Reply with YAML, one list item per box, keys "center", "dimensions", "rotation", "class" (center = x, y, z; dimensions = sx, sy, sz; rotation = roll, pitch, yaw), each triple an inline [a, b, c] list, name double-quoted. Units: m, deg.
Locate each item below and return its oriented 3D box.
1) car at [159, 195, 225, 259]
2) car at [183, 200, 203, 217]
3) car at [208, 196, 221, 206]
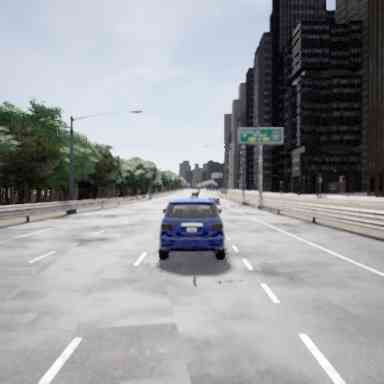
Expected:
- center: [0.003, 1.254, 12.816]
  dimensions: [2.150, 2.045, 5.566]
  rotation: [0, 0, 0]
  class: "car"
- center: [0.073, 1.581, 32.428]
  dimensions: [1.812, 1.442, 4.674]
  rotation: [0, 0, 0]
  class: "car"
- center: [3.891, 1.521, 58.536]
  dimensions: [2.128, 1.511, 4.902]
  rotation: [0, 0, 1]
  class: "car"
